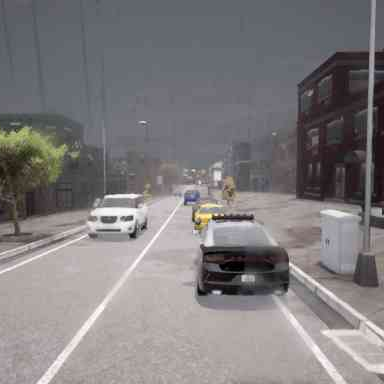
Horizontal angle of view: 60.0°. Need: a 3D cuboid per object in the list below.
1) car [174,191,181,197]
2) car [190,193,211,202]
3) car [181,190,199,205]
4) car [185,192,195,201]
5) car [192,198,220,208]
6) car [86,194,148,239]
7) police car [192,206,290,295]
[{"bbox_3d":[-3.428,0.489,82.280,1.837,1.490,4.892,0,1,0],"label":"car"},{"bbox_3d":[1.056,1.172,24.658,2.097,1.767,4.553,0,1,0],"label":"car"},{"bbox_3d":[0.028,0.712,45.854,2.150,2.045,5.566,0,1,0],"label":"car"},{"bbox_3d":[-0.327,0.812,59.355,1.812,1.442,4.674,0,1,0],"label":"car"},{"bbox_3d":[1.055,1.347,18.875,1.801,1.575,5.366,0,1,0],"label":"car"},{"bbox_3d":[-3.595,1.132,17.015,2.150,2.045,5.566,0,1,0],"label":"car"},{"bbox_3d":[1.052,1.397,8.791,1.930,1.638,5.238,0,0,0],"label":"police car"}]
